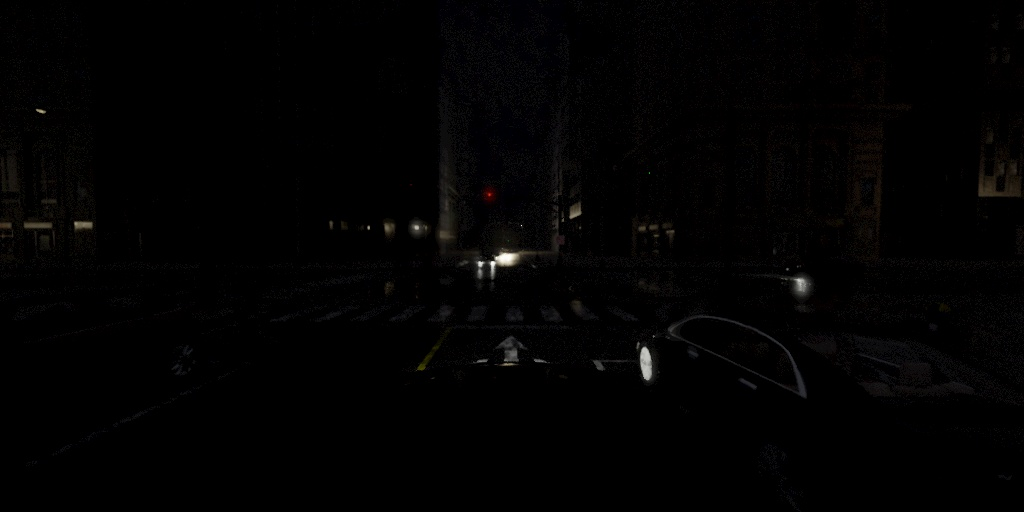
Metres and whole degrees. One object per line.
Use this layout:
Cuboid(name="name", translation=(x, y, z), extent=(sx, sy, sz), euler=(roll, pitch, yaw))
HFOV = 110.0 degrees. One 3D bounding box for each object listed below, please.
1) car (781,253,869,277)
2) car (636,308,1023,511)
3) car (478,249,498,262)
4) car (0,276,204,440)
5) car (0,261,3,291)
Cuboid(name="car", translation=(19.812, 0.553, 22.749), extent=(4.674, 1.442, 1.812), euler=(0, 2, 0))
Cuboid(name="car", translation=(2.755, 1.232, 3.880), extent=(2.007, 1.370, 4.403), euler=(0, 0, 0))
Cuboid(name="car", translation=(-3.129, -0.089, 45.351), extent=(1.837, 1.490, 4.892), euler=(0, 2, 0))
Cuboid(name="car", translation=(-5.770, 1.126, 3.842), extent=(1.967, 1.591, 4.097), euler=(0, 0, 0))
Cuboid(name="car", translation=(-26.855, 0.989, 15.972), extent=(5.357, 1.411, 2.033), euler=(0, 2, 0))
